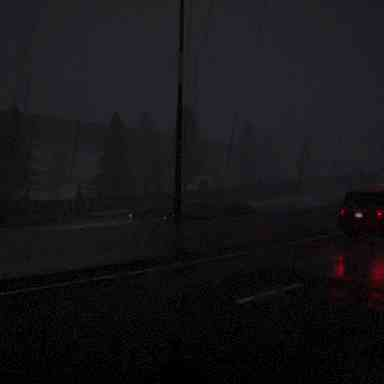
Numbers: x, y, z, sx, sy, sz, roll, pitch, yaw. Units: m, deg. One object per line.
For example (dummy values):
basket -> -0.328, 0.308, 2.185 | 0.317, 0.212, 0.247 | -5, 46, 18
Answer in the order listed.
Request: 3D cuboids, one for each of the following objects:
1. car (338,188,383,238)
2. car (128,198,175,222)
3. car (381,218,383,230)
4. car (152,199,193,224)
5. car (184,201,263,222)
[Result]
car -> 8.468, 0.806, 14.087 | 5.566, 2.045, 2.150 | -4, 2, -35
car -> -2.170, 1.225, 23.939 | 4.902, 1.511, 2.128 | -3, 2, -35
car -> 7.691, 1.304, 9.233 | 5.357, 1.411, 2.033 | -3, 2, -35
car -> -0.014, 1.292, 21.178 | 4.181, 1.385, 1.994 | -3, 2, -35
car -> 2.014, 1.292, 18.325 | 4.181, 1.385, 1.994 | -3, 2, -35
